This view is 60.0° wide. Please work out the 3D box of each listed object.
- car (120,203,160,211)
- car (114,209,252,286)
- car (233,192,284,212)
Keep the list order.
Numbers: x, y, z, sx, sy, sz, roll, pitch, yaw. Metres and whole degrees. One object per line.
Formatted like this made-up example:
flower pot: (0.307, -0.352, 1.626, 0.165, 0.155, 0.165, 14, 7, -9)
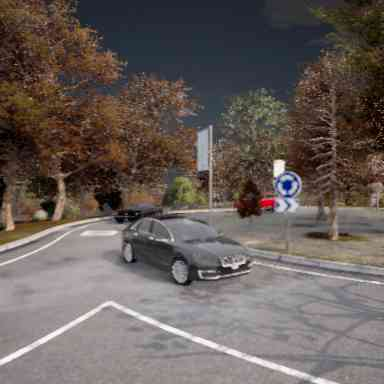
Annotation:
car: (-3.676, 1.483, 23.619, 1.895, 1.301, 4.718, 0, 0, 15)
car: (-0.414, 1.461, 9.579, 1.837, 1.490, 4.892, 0, 0, -35)
car: (7.223, 1.071, 35.531, 5.566, 2.045, 2.150, 0, 0, -18)
